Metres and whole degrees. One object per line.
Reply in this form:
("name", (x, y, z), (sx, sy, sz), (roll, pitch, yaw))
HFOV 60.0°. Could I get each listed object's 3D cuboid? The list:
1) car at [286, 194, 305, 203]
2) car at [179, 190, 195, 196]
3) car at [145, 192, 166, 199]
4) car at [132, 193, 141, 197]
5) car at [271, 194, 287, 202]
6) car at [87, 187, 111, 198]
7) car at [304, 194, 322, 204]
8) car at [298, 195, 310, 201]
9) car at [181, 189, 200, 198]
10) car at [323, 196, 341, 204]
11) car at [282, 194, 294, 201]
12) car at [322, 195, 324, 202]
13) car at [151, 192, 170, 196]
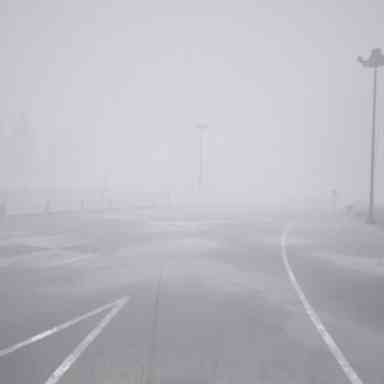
("car", (21.459, 1.465, 68.902), (1.812, 1.442, 4.674), (2, 0, 28))
("car", (-1.007, 0.839, 63.761), (1.812, 1.442, 4.674), (2, 0, 28))
("car", (-7.289, 0.666, 66.801), (1.994, 1.385, 4.181), (2, 1, 28))
("car", (-8.573, 0.762, 49.433), (1.895, 1.301, 4.718), (2, 0, 28))
("car", (18.351, 1.196, 70.498), (2.097, 1.767, 4.553), (2, 0, 28))
("car", (-14.420, 0.185, 53.289), (2.150, 2.045, 5.566), (2, 0, 28))
("car", (24.558, 1.564, 67.278), (1.812, 1.442, 4.674), (2, 0, 28))
("car", (26.103, 1.428, 77.763), (1.994, 1.385, 4.181), (2, 0, 28))
("car", (-0.335, 0.406, 80.051), (2.150, 2.045, 5.566), (2, 0, 28))
("car", (27.641, 1.690, 65.625), (1.994, 1.385, 4.181), (2, 0, 28))
("car", (23.006, 1.276, 79.386), (1.837, 1.490, 4.892), (2, 0, 28))
("car", (29.194, 1.330, 76.112), (2.097, 1.767, 4.553), (2, 0, 28))
("car", (-4.900, 0.781, 48.897), (1.837, 1.490, 4.892), (2, 0, 28))
